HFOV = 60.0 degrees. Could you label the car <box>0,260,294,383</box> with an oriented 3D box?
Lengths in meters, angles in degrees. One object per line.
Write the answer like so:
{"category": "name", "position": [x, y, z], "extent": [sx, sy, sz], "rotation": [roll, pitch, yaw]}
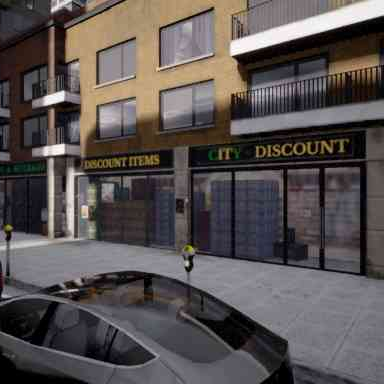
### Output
{"category": "car", "position": [-1.099, 1.566, 3.586], "extent": [4.313, 1.339, 1.947], "rotation": [0, 0, 35]}
